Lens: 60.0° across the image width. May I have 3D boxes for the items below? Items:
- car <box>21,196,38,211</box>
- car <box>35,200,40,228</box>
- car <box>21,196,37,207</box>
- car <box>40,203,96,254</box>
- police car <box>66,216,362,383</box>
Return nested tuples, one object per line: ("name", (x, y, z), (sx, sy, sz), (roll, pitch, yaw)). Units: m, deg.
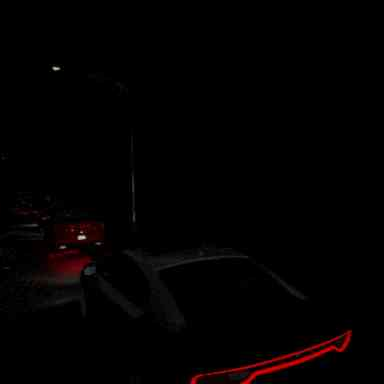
("car", (-18.734, 1.327, 38.654), (1.882, 1.535, 5.008), (-2, 1, -27))
("car", (-7.618, 1.399, 18.792), (1.837, 1.490, 4.892), (-2, 1, -27))
("car", (-24.381, 1.314, 49.568), (2.033, 1.411, 5.357), (-2, 1, -27))
("car", (-4.872, 1.387, 13.455), (1.882, 1.535, 5.008), (-2, 1, -27))
("police car", (-0.347, 1.360, 4.658), (1.930, 1.638, 5.238), (-2, 1, -27))
